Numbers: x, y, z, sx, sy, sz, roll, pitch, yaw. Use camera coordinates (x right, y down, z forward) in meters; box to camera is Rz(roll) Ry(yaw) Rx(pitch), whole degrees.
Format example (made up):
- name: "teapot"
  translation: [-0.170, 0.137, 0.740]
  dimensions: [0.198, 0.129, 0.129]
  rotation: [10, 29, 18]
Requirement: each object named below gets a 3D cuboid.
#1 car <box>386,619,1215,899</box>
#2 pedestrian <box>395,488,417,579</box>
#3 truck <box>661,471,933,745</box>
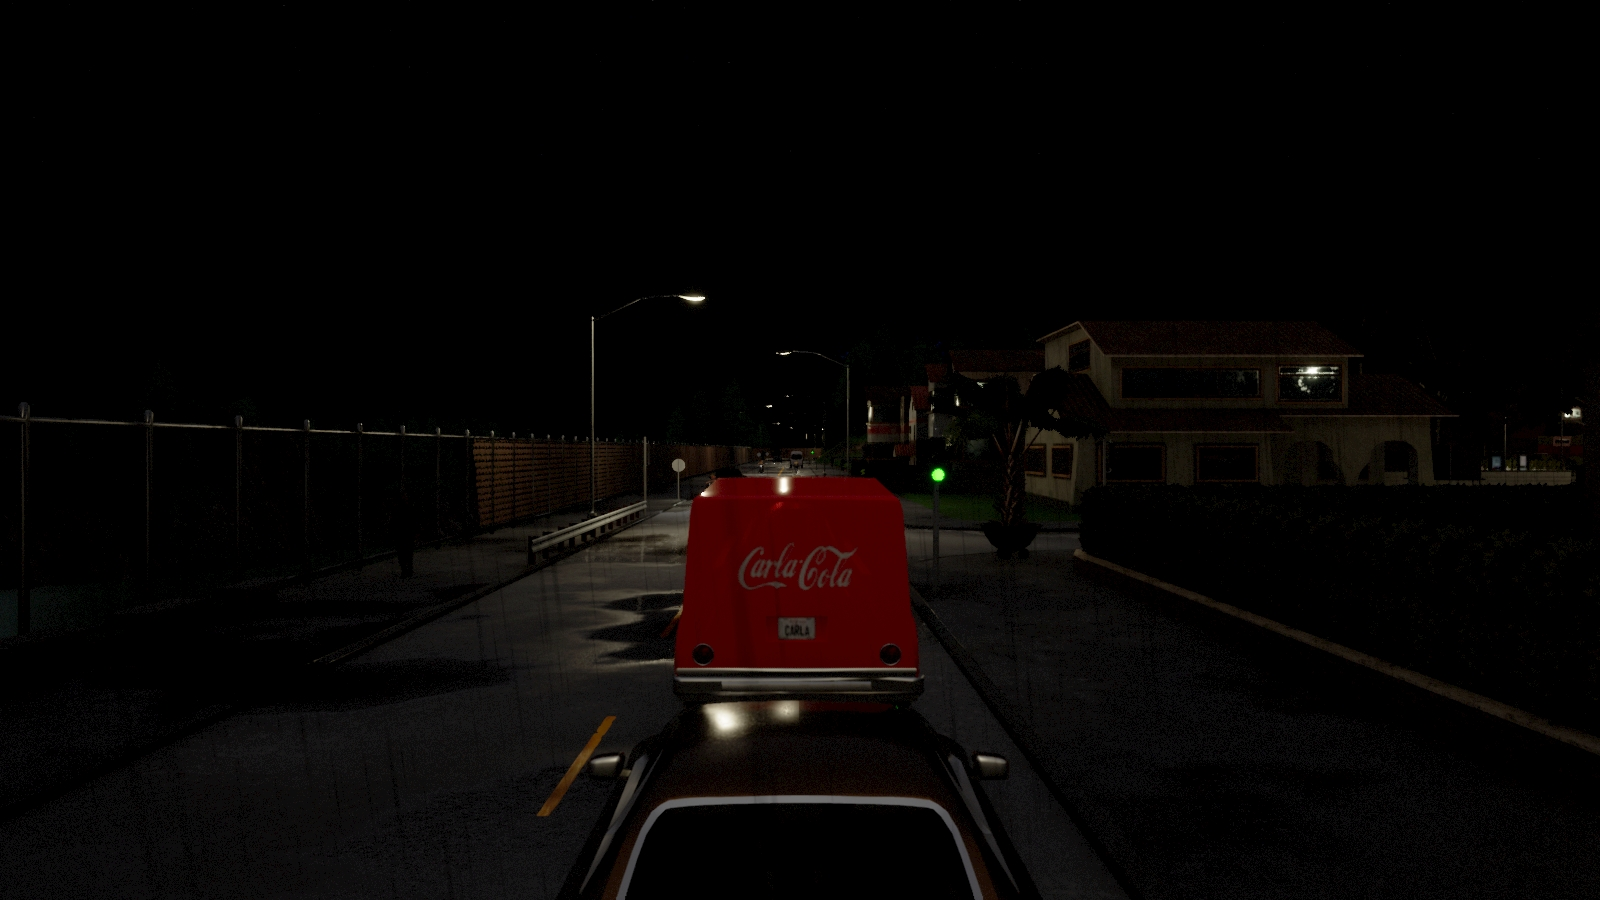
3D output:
- name: "car"
  translation: [-0.006, 1.990, 5.318]
  dimensions: [2.152, 1.651, 5.027]
  rotation: [0, 0, 0]
- name: "pedestrian"
  translation: [-8.217, 1.736, 23.833]
  dimensions: [0.375, 1.860, 0.375]
  rotation: [0, 0, -7]
- name: "truck"
  translation: [-0.032, 1.579, 13.683]
  dimensions: [2.627, 2.467, 5.204]
  rotation: [0, 1, 0]
